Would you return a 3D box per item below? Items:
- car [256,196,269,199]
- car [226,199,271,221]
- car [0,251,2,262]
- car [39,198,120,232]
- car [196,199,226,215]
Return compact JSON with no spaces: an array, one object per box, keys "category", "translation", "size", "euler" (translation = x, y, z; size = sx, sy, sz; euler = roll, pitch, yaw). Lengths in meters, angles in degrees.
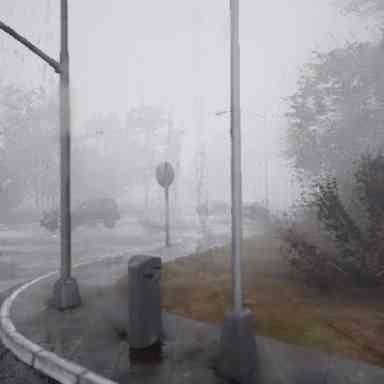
[{"category":"car","translation":[10.690,1.406,50.890],"size":[1.812,1.442,4.674],"euler":[-1,-1,32]},{"category":"car","translation":[5.263,1.653,29.160],"size":[2.128,1.511,4.902],"euler":[-1,-1,32]},{"category":"car","translation":[-7.605,1.670,8.764],"size":[1.812,1.442,4.674],"euler":[-1,-1,32]},{"category":"car","translation":[-7.356,1.464,22.472],"size":[2.150,2.045,5.566],"euler":[-1,0,32]},{"category":"car","translation":[2.303,1.608,37.762],"size":[2.097,1.767,4.553],"euler":[-1,-1,32]}]
